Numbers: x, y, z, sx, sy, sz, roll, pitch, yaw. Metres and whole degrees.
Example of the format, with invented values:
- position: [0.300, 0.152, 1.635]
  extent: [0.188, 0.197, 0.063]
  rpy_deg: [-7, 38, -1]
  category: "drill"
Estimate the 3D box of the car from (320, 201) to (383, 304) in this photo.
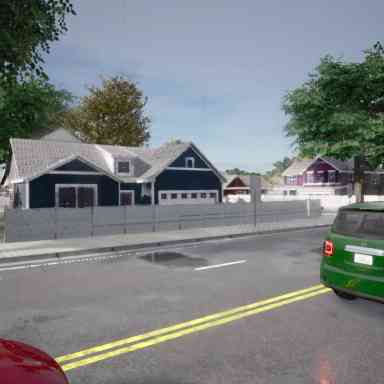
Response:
- position: [5.067, 1.210, 7.098]
  extent: [5.566, 2.045, 2.150]
  rpy_deg: [0, 0, -35]
  category: "car"

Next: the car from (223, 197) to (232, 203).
- position: [4.166, 1.465, 49.910]
  extent: [2.097, 1.767, 4.553]
  rpy_deg: [-1, 0, -30]
  category: "car"

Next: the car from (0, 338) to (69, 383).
- position: [-3.054, 1.476, 1.263]
  extent: [5.008, 1.535, 1.882]
  rpy_deg: [0, 0, -35]
  category: "car"

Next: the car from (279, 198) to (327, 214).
- position: [12.203, 1.494, 36.924]
  extent: [1.882, 1.535, 5.008]
  rpy_deg: [-1, 0, -33]
  category: "car"
